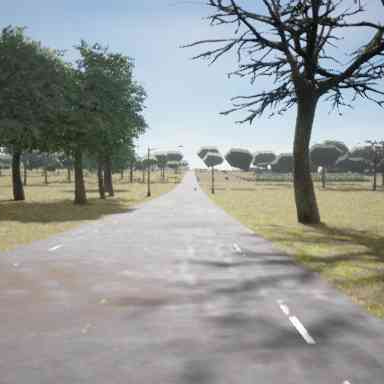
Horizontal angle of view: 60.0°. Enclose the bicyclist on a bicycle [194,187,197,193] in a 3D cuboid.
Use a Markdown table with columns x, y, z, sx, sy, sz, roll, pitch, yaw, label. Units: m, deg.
| x | y | z | sx | sy | sz | roll | pitch | yaw | label |
| --- | --- | --- | --- | --- | --- | --- | --- | --- | --- |
| 0.953 | -0.458 | 90.265 | 0.582 | 1.620 | 1.656 | -1 | 2 | 0 | bicyclist on a bicycle |
